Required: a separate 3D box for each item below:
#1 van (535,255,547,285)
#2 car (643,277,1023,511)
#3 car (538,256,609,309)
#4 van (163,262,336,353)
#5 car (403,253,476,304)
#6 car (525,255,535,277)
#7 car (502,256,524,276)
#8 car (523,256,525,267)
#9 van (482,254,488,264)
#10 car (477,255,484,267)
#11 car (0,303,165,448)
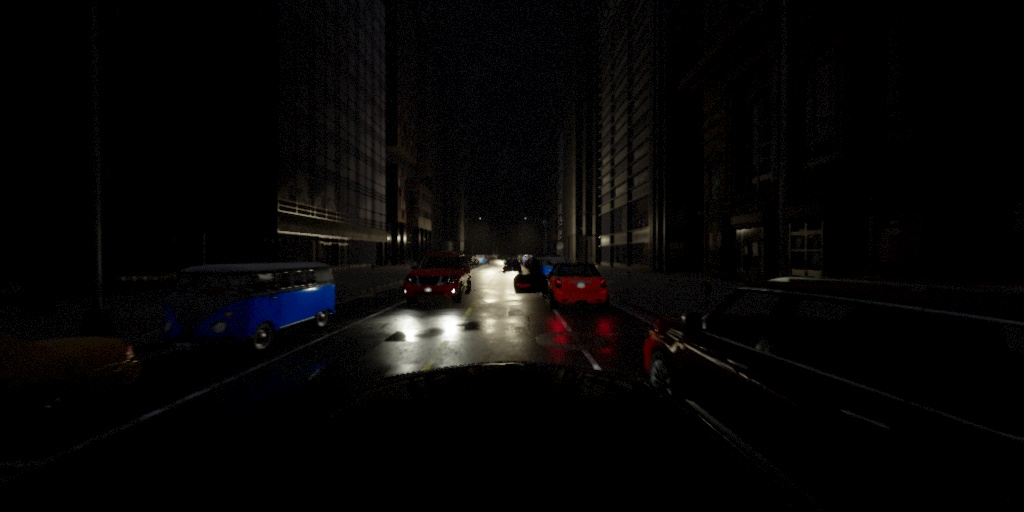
[{"bbox_3d":[2.764,0.922,25.221,1.690,1.789,3.998,0,0,0],"label":"van"},{"bbox_3d":[2.763,1.057,2.785,2.192,1.841,5.009,0,0,0],"label":"car"},{"bbox_3d":[2.389,1.010,14.528,2.097,1.767,4.553,0,0,0],"label":"car"},{"bbox_3d":[-5.762,1.043,8.382,1.690,1.789,3.998,0,0,0],"label":"van"},{"bbox_3d":[-3.098,0.869,16.012,2.150,2.045,5.566,0,0,0],"label":"car"},{"bbox_3d":[2.764,0.817,36.439,2.192,1.841,5.009,0,0,0],"label":"car"},{"bbox_3d":[0.041,1.020,37.572,1.812,1.442,4.674,0,0,0],"label":"car"},{"bbox_3d":[2.765,0.969,47.657,1.888,1.381,4.507,0,0,0],"label":"car"},{"bbox_3d":[-5.760,0.649,64.476,1.690,1.789,3.998,0,0,0],"label":"van"},{"bbox_3d":[-5.760,0.936,53.257,2.007,1.370,4.403,0,0,0],"label":"car"},{"bbox_3d":[-5.762,1.268,2.603,1.751,1.417,4.829,0,0,0],"label":"car"}]
